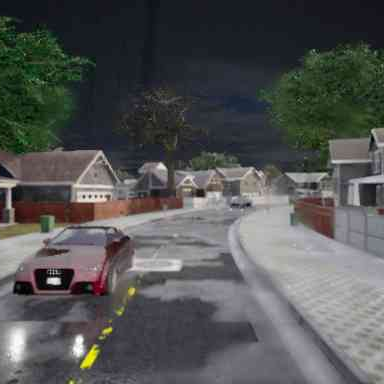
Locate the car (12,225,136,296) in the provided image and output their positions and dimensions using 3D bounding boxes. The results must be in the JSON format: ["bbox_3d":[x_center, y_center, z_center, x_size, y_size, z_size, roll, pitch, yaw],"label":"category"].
[{"bbox_3d":[-2.712,1.580,8.582,1.994,1.385,4.181,0,0,1],"label":"car"}]

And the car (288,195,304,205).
[{"bbox_3d":[19.453,1.414,60.672,2.097,1.767,4.553,0,0,43],"label":"car"}]

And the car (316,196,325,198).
[{"bbox_3d":[26.647,1.590,67.957,5.357,1.411,2.033,0,0,-40],"label":"car"}]

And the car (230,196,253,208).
[{"bbox_3d":[7.115,1.433,47.700,2.097,1.767,4.553,0,0,28],"label":"car"}]
